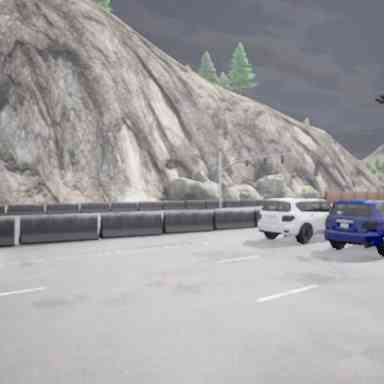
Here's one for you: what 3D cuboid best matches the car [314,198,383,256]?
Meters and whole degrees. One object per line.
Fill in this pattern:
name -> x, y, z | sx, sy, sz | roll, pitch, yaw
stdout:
car -> 7.744, 1.315, 13.686 | 5.566, 2.045, 2.150 | 0, 0, -35

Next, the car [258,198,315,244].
car -> 5.713, 1.315, 16.536 | 5.566, 2.045, 2.150 | 0, 0, -35
